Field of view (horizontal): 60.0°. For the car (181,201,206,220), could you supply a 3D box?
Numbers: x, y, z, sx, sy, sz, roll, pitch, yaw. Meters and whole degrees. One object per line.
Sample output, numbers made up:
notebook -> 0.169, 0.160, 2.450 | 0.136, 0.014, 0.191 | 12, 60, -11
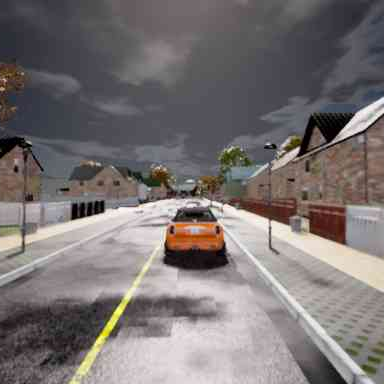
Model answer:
car -> 0.098, 1.597, 30.031 | 2.033, 1.411, 5.357 | 0, 0, 0

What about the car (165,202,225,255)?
car -> 0.099, 1.366, 13.429 | 2.097, 1.767, 4.553 | 0, 0, 0
